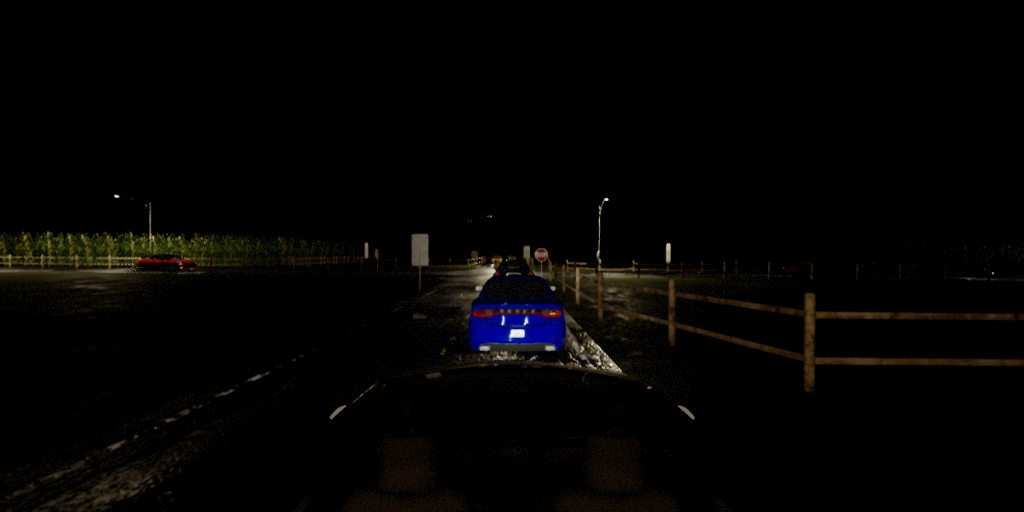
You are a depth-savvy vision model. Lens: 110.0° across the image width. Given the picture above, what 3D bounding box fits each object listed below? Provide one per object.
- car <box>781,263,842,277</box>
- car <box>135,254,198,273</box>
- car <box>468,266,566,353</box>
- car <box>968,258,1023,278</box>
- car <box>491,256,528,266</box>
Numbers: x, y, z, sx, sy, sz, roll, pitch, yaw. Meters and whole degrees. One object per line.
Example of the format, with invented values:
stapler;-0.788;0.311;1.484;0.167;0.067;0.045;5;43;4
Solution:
car;29.931;1.347;35.942;4.718;1.301;1.895;1;1;1
car;-32.242;0.617;33.591;4.553;1.767;2.097;0;1;1
car;0.095;1.173;8.694;1.882;1.535;5.008;0;0;0
car;49.161;1.234;35.662;5.566;2.045;2.150;1;1;1
car;0.090;0.968;18.983;2.097;1.767;4.553;0;0;0
